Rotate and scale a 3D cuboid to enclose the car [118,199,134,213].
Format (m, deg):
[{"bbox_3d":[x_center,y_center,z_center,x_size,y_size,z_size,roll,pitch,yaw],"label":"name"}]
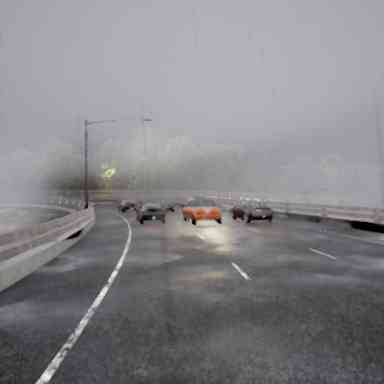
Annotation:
[{"bbox_3d":[-7.458,1.557,38.692,1.837,1.490,4.892,-1,0,-21],"label":"car"}]

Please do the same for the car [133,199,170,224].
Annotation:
[{"bbox_3d":[-3.154,1.520,25.188,1.837,1.490,4.892,-1,0,-14],"label":"car"}]

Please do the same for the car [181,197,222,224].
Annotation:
[{"bbox_3d":[0.614,1.325,24.447,2.097,1.767,4.553,-1,0,-12],"label":"car"}]

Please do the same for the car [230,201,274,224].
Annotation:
[{"bbox_3d":[4.241,1.425,24.330,2.128,1.511,4.902,-1,0,-12],"label":"car"}]

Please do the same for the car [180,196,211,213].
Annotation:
[{"bbox_3d":[0.304,1.316,37.852,2.097,1.767,4.553,-1,0,-20],"label":"car"}]

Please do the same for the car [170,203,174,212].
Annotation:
[{"bbox_3d":[-3.523,1.572,38.183,1.994,1.385,4.181,-1,0,-21],"label":"car"}]
